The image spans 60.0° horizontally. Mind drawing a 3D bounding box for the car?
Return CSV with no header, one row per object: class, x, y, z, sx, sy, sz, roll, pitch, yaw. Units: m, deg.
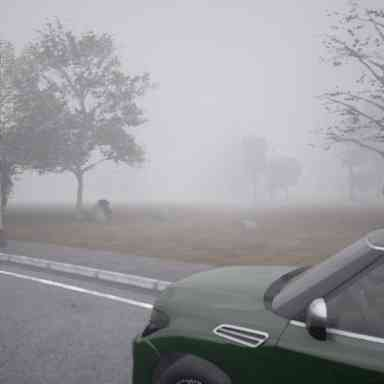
car,2.071,1.211,2.426,5.566,2.045,2.150,0,0,35
